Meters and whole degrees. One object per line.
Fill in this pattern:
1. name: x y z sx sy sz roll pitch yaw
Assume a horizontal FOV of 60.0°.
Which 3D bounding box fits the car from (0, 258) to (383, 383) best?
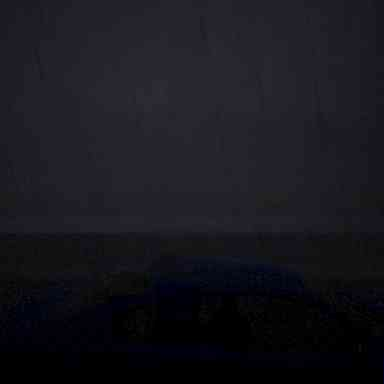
1. car: 0.595 1.476 3.390 5.008 1.535 1.882 0 0 0
